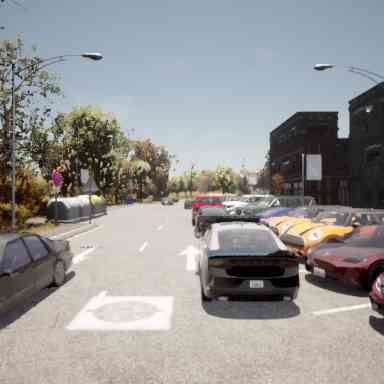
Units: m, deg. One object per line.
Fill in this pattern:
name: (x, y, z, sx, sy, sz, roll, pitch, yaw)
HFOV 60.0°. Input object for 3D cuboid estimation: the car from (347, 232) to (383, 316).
car: (5.289, 1.527, 5.656, 4.674, 1.452, 2.002, 1, 0, -20)

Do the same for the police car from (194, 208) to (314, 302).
police car: (1.133, 1.427, 8.469, 1.930, 1.638, 5.238, 0, 0, 0)

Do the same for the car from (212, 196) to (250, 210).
car: (5.259, 1.442, 44.693, 4.553, 1.767, 2.185, 1, 0, -20)

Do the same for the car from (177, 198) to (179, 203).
car: (-4.114, 1.798, 74.561, 1.895, 1.301, 4.718, 0, 0, 3)

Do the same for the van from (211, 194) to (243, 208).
van: (5.318, 1.366, 50.742, 4.442, 1.987, 1.878, 1, 0, -20)

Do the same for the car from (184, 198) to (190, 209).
car: (-0.129, 1.582, 46.917, 2.128, 1.511, 4.902, 0, 0, 0)

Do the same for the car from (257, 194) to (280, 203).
car: (18.075, 1.455, 78.776, 2.435, 2.045, 5.566, 0, 0, -22)

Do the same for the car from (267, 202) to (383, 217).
car: (5.303, 1.365, 11.668, 4.553, 1.767, 2.185, 1, 0, -20)

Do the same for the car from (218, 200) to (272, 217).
car: (5.219, 1.557, 32.660, 4.792, 1.488, 2.163, 1, 0, -20)

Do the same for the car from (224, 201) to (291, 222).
car: (5.222, 1.542, 26.659, 4.792, 1.488, 2.163, 1, 0, -20)

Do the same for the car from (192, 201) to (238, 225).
car: (1.108, 1.489, 18.359, 1.882, 1.535, 5.008, 0, 0, 0)

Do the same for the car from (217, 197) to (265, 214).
car: (5.210, 1.410, 35.674, 4.553, 1.767, 2.185, 1, 0, -20)

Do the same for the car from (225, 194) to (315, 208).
car: (5.247, 1.249, 20.644, 5.566, 2.045, 2.435, 1, 0, -20)

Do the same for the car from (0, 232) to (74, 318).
car: (-3.983, 1.549, 6.485, 2.033, 1.411, 5.357, 0, 0, 0)

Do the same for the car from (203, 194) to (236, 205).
car: (5.172, 1.385, 62.733, 5.566, 2.045, 2.435, 1, 0, -20)

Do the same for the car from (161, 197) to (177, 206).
car: (-4.298, 1.624, 57.840, 2.128, 1.511, 4.902, 0, 0, 0)

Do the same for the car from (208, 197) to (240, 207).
car: (5.200, 1.641, 53.698, 4.674, 1.452, 2.002, 1, 0, -20)

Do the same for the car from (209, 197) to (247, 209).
car: (5.209, 1.578, 47.695, 5.008, 1.535, 2.097, 1, -1, -20)

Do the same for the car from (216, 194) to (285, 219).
car: (5.225, 1.268, 29.661, 5.566, 2.045, 2.435, 1, 0, -20)

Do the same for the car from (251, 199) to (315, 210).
car: (5.298, 1.367, 14.669, 4.553, 1.767, 2.185, 1, 0, -20)

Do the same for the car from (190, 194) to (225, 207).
car: (1.097, 1.247, 24.390, 2.150, 2.045, 5.566, 0, 0, 0)

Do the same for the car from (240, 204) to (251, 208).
car: (5.257, 1.536, 17.666, 4.674, 1.452, 2.002, 1, 0, -20)

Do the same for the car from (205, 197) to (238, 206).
car: (5.006, 1.607, 56.639, 5.366, 1.575, 1.946, 1, 0, -20)

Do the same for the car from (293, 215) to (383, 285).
car: (5.250, 1.517, 8.648, 4.792, 1.488, 2.163, 1, 0, -20)

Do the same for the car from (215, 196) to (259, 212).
car: (5.205, 1.420, 38.676, 4.553, 1.767, 2.185, 1, 0, -20)

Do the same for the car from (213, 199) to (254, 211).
car: (5.232, 1.596, 41.684, 4.674, 1.452, 2.002, 1, 0, -20)
